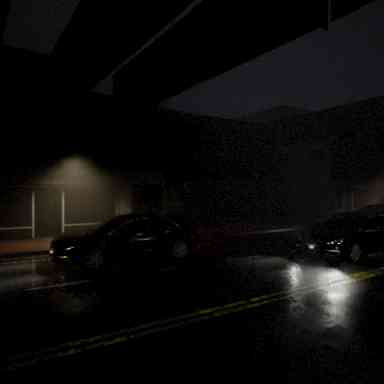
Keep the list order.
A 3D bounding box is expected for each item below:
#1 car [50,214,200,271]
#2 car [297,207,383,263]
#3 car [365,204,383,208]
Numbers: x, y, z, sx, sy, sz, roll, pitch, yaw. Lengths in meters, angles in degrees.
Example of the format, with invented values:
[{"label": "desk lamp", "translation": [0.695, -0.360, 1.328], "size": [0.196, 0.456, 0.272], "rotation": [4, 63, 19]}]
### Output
[{"label": "car", "translation": [-2.044, 1.506, 10.994], "size": [4.892, 1.490, 1.837], "rotation": [0, 0, -33]}, {"label": "car", "translation": [5.861, 1.504, 11.997], "size": [4.892, 1.490, 1.837], "rotation": [0, 0, -33]}, {"label": "car", "translation": [10.971, 1.477, 19.559], "size": [5.008, 1.535, 1.882], "rotation": [0, 0, -33]}]
